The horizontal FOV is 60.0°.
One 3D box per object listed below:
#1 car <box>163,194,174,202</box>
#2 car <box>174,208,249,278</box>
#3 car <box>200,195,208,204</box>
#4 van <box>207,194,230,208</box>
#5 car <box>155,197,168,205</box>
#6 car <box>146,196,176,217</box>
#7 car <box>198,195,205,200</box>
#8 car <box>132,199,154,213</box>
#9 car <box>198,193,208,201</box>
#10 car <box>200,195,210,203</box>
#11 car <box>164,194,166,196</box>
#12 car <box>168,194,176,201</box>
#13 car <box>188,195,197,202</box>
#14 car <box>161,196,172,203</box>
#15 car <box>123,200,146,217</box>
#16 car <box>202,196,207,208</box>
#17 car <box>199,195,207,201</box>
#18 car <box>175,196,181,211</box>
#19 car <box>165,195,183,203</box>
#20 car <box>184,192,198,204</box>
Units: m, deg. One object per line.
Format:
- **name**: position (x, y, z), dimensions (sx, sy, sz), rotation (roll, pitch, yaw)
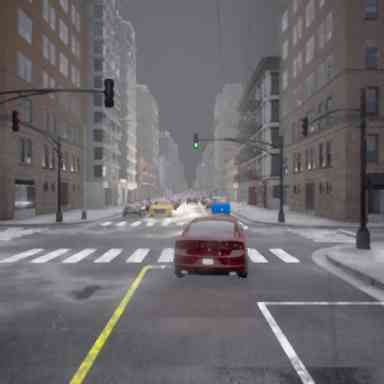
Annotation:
- **car**: position (-5.364, 1.289, 76.806), dimensions (2.192, 1.841, 5.009), rotation (0, 0, 0)
- **car**: position (0.703, 1.477, 10.217), dimensions (1.882, 1.535, 5.008), rotation (0, 0, 8)
- **car**: position (2.654, 1.573, 54.083), dimensions (1.802, 1.307, 4.206), rotation (0, 0, 0)
- **van**: position (2.647, 1.338, 31.358), dimensions (1.690, 1.788, 3.998), rotation (0, 0, 0)
- **car**: position (-5.369, 1.553, 59.761), dimensions (1.947, 1.339, 4.313), rotation (0, 0, 0)
- **car**: position (-2.822, 1.475, 31.633), dimensions (1.882, 1.535, 5.008), rotation (0, 0, 0)
- **car**: position (2.666, 1.526, 93.852), dimensions (1.947, 1.339, 4.313), rotation (0, 0, 0)
- **car**: position (-5.376, 1.541, 37.033), dimensions (1.887, 1.381, 4.507), rotation (0, 0, 0)
- **car**: position (2.656, 1.302, 59.765), dimensions (2.192, 1.841, 5.009), rotation (0, 0, 0)
- **car**: position (2.659, 1.418, 71.127), dimensions (1.967, 1.590, 4.097), rotation (0, 0, 0)
- **car**: position (-5.371, 1.517, 53.909), dimensions (1.752, 1.417, 4.829), rotation (0, 0, 0)
- **car**: position (-5.361, 1.405, 88.170), dimensions (1.967, 1.590, 4.097), rotation (0, 0, 0)
- **car**: position (0.022, 1.398, 71.490), dimensions (1.882, 1.535, 5.008), rotation (0, 0, 0)
- **car**: position (-5.366, 1.544, 71.125), dimensions (1.947, 1.339, 4.313), rotation (0, 0, 0)
- **car**: position (-5.378, 1.548, 31.352), dimensions (2.008, 1.369, 4.403), rotation (0, 0, 0)
- **car**: position (2.651, 1.578, 42.720), dimensions (1.802, 1.307, 4.206), rotation (0, 0, 0)
- **car**: position (2.663, 1.520, 82.489), dimensions (2.008, 1.369, 4.403), rotation (0, 0, 0)
- **car**: position (-2.787, 1.560, 40.584), dimensions (1.994, 1.385, 4.181), rotation (0, 0, 0)
- **car**: position (-2.770, 1.519, 49.341), dimensions (1.812, 1.442, 4.674), rotation (0, 0, 1)
- **car**: position (0.019, 1.338, 61.458), dimensions (2.097, 1.767, 4.553), rotation (0, 0, 0)
